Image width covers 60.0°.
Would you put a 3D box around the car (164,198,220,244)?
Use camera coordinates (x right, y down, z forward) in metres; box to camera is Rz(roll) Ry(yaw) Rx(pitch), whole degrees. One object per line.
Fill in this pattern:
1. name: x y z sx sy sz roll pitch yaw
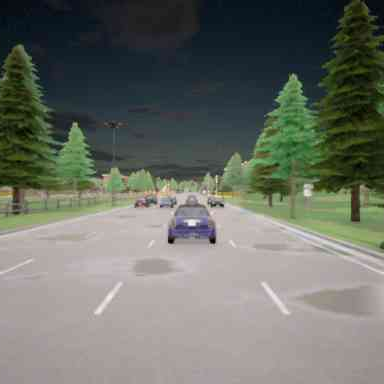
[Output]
1. car: 0.000 1.330 15.926 2.097 1.767 4.553 0 0 0

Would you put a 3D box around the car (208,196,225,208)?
1. car: 3.501 1.535 47.015 1.895 1.301 4.718 0 0 0

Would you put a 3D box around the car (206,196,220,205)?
1. car: 3.501 1.467 56.989 2.033 1.411 5.357 0 0 0

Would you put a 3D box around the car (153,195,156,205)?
1. car: -6.999 1.271 56.959 2.097 1.767 4.553 0 0 0

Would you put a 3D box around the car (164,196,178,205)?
1. car: -3.499 1.467 56.989 2.033 1.411 5.357 0 0 0

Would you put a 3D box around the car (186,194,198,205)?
1. car: 0.001 1.272 56.958 2.097 1.767 4.553 0 0 0

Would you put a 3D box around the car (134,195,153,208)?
1. car: -6.999 1.459 46.986 1.812 1.442 4.674 0 0 0

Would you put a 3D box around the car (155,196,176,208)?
1. car: -3.499 1.482 46.569 2.033 1.411 5.357 0 0 0

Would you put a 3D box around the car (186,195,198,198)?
1. car: 0.001 1.498 46.952 1.994 1.385 4.181 0 0 0
